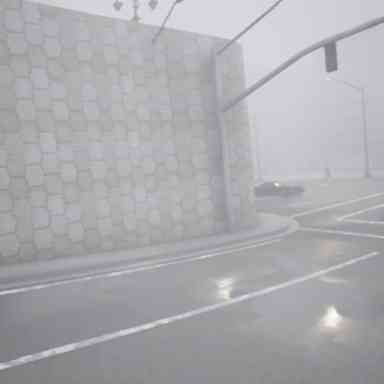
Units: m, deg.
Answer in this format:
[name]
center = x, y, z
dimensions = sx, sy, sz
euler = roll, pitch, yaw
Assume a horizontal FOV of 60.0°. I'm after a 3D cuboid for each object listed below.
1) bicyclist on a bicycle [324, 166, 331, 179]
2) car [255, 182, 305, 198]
[bicyclist on a bicycle]
center = 17.522, -2.534, 43.100
dimensions = 1.656, 1.620, 0.582
euler = -9, 5, -35
[car]
center = 7.437, -0.242, 29.098
dimensions = 1.895, 1.301, 4.718
euler = -8, 5, -35
